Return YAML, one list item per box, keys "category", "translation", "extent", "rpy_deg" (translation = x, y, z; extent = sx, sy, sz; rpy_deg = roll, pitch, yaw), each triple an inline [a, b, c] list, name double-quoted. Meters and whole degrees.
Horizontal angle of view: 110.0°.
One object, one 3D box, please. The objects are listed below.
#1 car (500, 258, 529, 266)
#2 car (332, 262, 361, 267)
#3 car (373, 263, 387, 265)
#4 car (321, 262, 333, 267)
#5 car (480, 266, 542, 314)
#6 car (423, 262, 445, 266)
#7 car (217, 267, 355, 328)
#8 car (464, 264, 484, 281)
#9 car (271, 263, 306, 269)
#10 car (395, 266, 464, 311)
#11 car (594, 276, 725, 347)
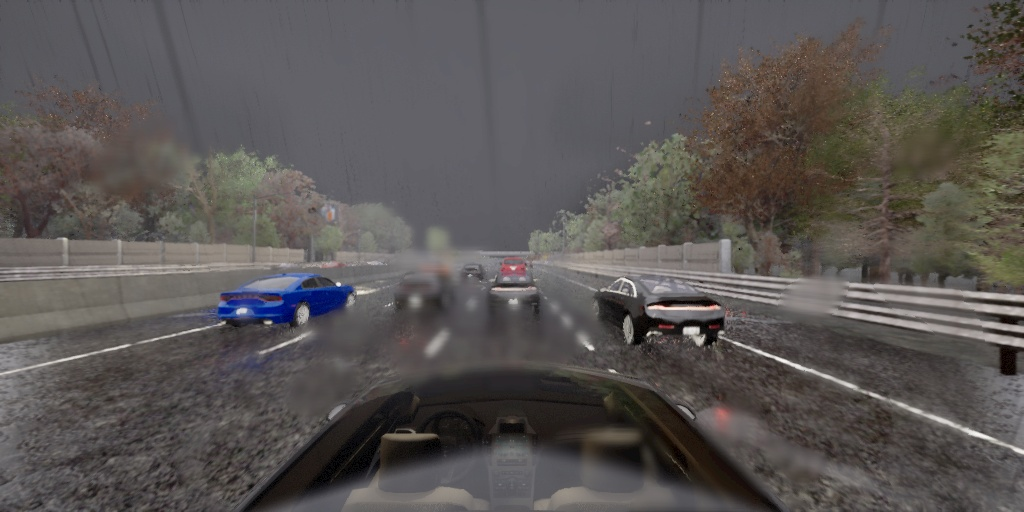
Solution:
- category: "car"
  translation: [0.106, 1.186, 31.805]
  extent: [2.150, 2.045, 5.566]
  rpy_deg: [0, 0, 0]
- category: "car"
  translation: [-21.070, 1.679, 46.911]
  extent: [1.895, 1.301, 4.718]
  rpy_deg: [0, 0, 0]
- category: "car"
  translation: [-17.567, 1.608, 47.460]
  extent: [1.812, 1.442, 4.674]
  rpy_deg: [0, -1, 0]
- category: "car"
  translation: [-24.553, 1.576, 49.629]
  extent: [1.882, 1.535, 5.008]
  rpy_deg: [0, -1, 0]
- category: "car"
  translation: [0.102, 1.328, 14.140]
  extent: [2.128, 1.511, 4.902]
  rpy_deg: [0, 0, 0]
- category: "car"
  translation: [-6.895, 1.321, 32.310]
  extent: [2.097, 1.767, 4.553]
  rpy_deg: [0, 0, 0]
- category: "car"
  translation: [-6.897, 1.297, 11.665]
  extent: [1.882, 1.535, 5.008]
  rpy_deg: [0, 0, 0]
- category: "car"
  translation: [-3.393, 1.475, 32.568]
  extent: [1.837, 1.490, 4.892]
  rpy_deg: [0, 0, 0]
- category: "car"
  translation: [-28.073, 1.613, 45.211]
  extent: [2.033, 1.411, 5.357]
  rpy_deg: [0, 0, 0]
- category: "car"
  translation: [-3.397, 1.348, 15.048]
  extent: [1.837, 1.490, 4.892]
  rpy_deg: [0, 0, 0]
- category: "car"
  translation: [3.528, 1.279, 9.512]
  extent: [2.128, 1.511, 4.902]
  rpy_deg: [0, 0, 0]
